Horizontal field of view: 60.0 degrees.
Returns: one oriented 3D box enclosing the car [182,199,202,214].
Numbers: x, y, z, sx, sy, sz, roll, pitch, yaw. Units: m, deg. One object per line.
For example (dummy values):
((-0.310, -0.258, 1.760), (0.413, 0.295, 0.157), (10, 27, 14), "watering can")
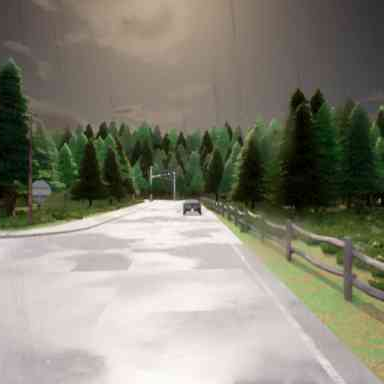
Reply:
((-0.012, 1.526, 35.534), (1.837, 1.490, 4.892), (0, 0, -1), "car")
